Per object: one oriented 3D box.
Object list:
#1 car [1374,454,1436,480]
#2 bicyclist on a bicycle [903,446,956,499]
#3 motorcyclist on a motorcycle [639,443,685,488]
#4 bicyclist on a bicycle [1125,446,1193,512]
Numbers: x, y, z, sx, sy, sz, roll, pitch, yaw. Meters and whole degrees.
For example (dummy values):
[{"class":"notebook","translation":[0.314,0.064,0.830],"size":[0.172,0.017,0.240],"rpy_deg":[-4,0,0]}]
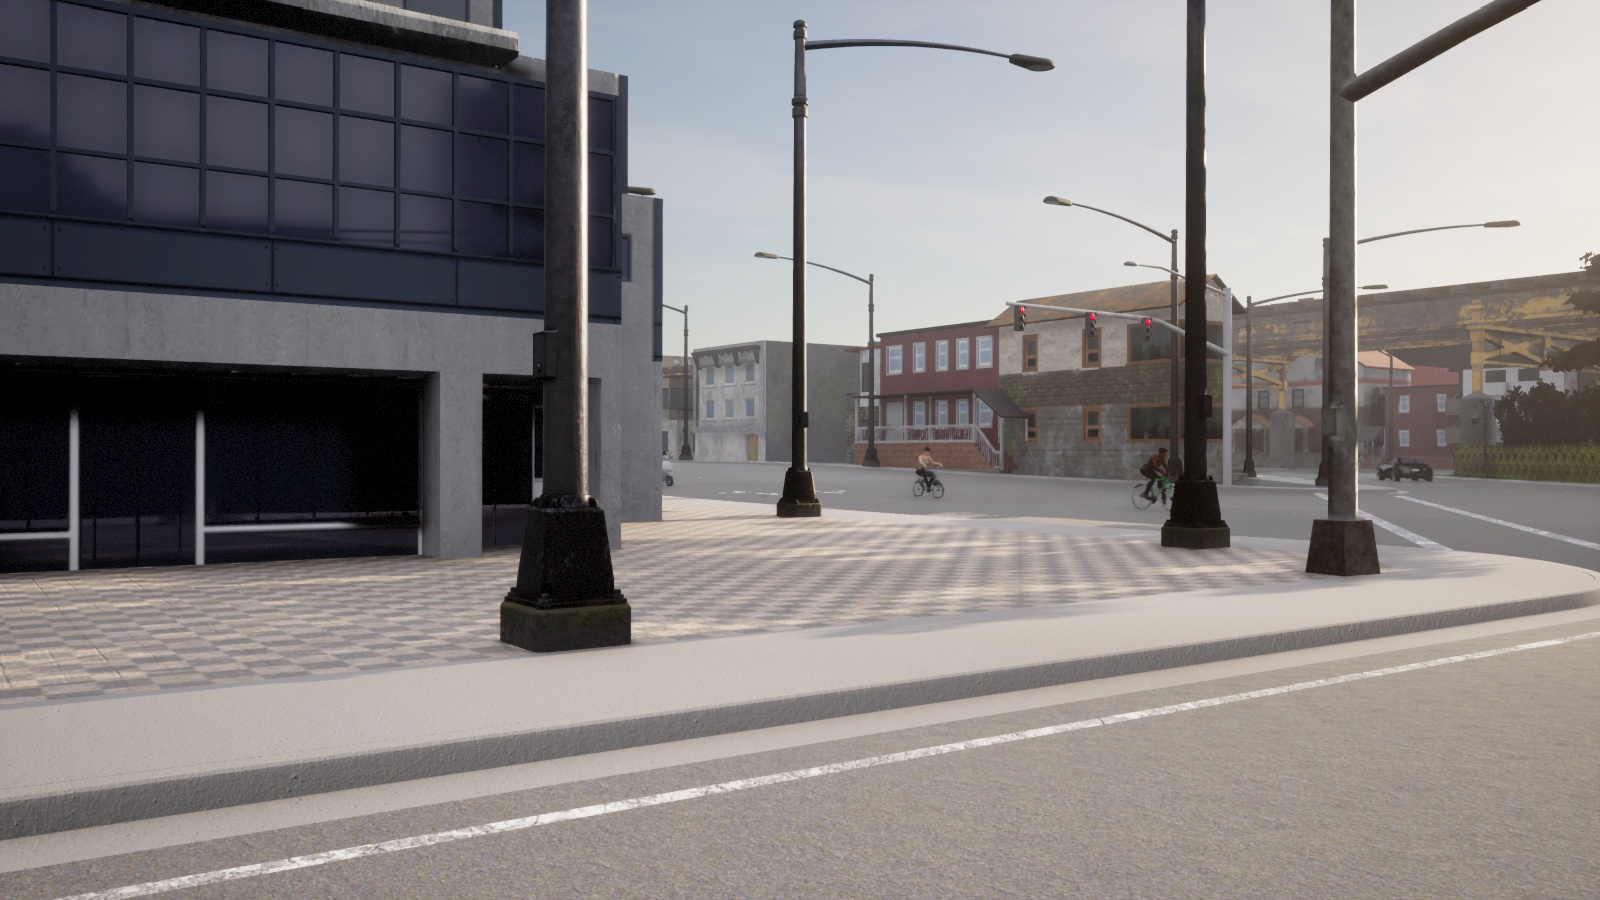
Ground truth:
[{"class":"car","translation":[33.468,0.908,69.591],"size":[1.994,1.385,4.181],"rpy_deg":[0,0,10]},{"class":"bicyclist on a bicycle","translation":[4.041,0.687,39.269],"size":[0.866,1.612,1.509],"rpy_deg":[0,1,-34]},{"class":"motorcyclist on a motorcycle","translation":[-5.068,0.558,46.061],"size":[0.866,1.590,1.817],"rpy_deg":[0,1,-35]},{"class":"bicyclist on a bicycle","translation":[9.151,0.720,32.031],"size":[0.582,1.620,1.656],"rpy_deg":[0,1,-35]}]
